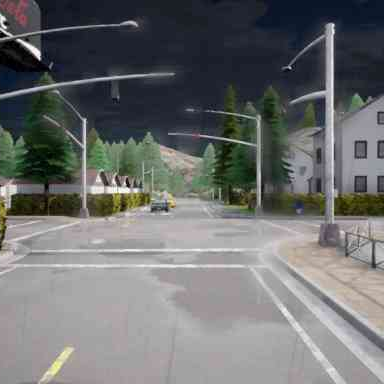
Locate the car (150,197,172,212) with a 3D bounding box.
[{"bbox_3d":[-3.583,1.526,38.128,1.812,1.442,4.674,0,0,0],"label":"car"}]

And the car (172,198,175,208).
[{"bbox_3d":[-3.585,1.478,48.600,1.882,1.535,5.008,0,0,0],"label":"car"}]
